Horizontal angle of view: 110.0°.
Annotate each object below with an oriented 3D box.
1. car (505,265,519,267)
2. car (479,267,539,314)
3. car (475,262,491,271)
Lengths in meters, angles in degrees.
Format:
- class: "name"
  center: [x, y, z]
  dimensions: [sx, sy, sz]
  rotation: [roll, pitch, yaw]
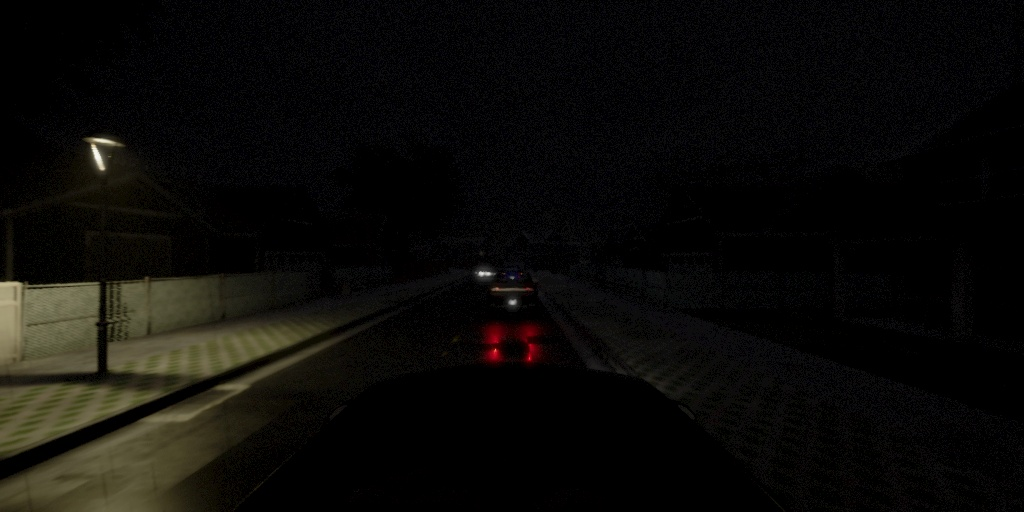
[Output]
- class: "car"
  center: [0.036, 1.504, 29.984]
  dimensions: [1.812, 1.442, 4.674]
  rotation: [0, 0, 0]
- class: "car"
  center: [0.039, 1.343, 14.229]
  dimensions: [2.128, 1.511, 4.902]
  rotation: [0, 0, 0]
- class: "car"
  center: [-4.670, 1.690, 57.407]
  dimensions: [2.128, 1.511, 4.902]
  rotation: [0, 0, -16]
